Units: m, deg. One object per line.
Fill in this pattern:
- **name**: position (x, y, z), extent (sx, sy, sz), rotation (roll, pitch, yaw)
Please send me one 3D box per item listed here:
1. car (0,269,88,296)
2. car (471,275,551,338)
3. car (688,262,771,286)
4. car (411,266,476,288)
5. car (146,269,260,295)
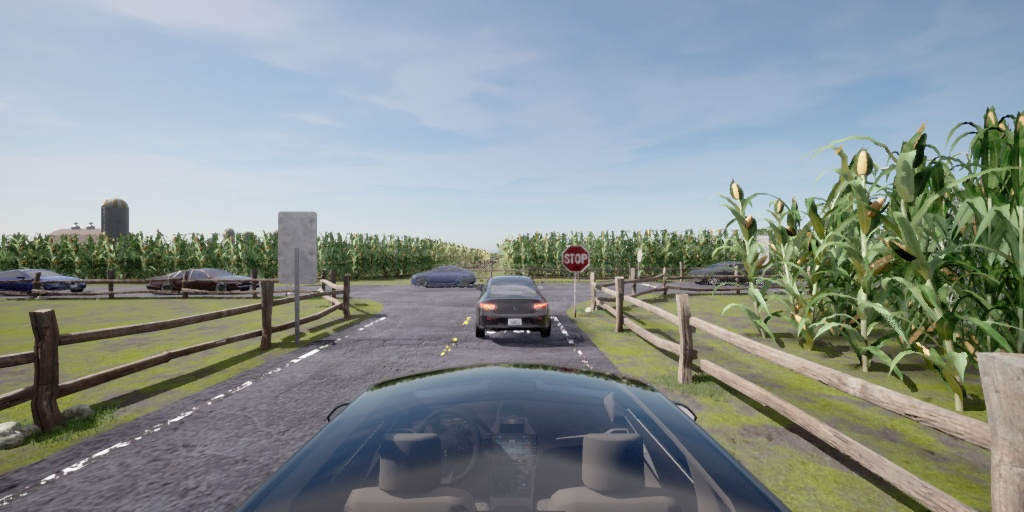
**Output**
- **car**: position (-27.375, 1.487, 20.485), extent (4.674, 1.442, 1.812), rotation (0, 0, 0)
- **car**: position (-0.041, 1.275, 10.132), extent (1.812, 1.442, 4.674), rotation (0, 0, -3)
- **car**: position (14.057, 1.135, 23.371), extent (4.892, 1.490, 1.837), rotation (0, 0, 0)
- **car**: position (-4.388, 1.322, 23.403), extent (4.181, 1.385, 1.994), rotation (0, 0, 0)
- **car**: position (-17.528, 1.429, 20.472), extent (5.357, 1.411, 2.033), rotation (0, 0, 0)
